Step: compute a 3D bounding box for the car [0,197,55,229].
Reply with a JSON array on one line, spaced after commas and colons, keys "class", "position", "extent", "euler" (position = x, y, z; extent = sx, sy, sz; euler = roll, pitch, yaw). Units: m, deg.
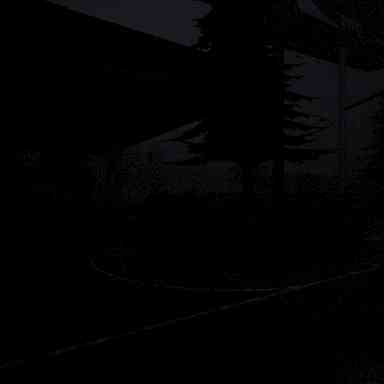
[{"class": "car", "position": [-11.876, 1.313, 23.538], "extent": [3.866, 1.878, 1.905], "euler": [0, 0, -36]}]
